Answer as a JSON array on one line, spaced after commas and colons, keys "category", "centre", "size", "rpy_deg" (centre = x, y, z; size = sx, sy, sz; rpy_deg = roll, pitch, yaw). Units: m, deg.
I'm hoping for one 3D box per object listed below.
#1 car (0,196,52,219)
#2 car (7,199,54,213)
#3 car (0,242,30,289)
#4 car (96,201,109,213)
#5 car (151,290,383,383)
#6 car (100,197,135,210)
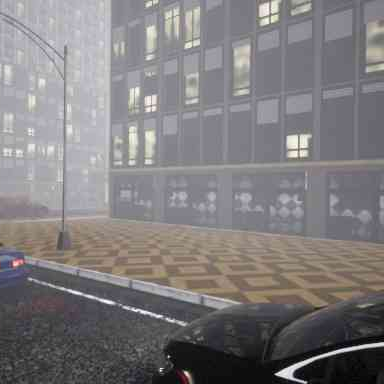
[{"category": "car", "centre": [-15.999, 1.517, 30.922], "size": [2.192, 1.841, 5.009], "rpy_deg": [1, 0, 37]}, {"category": "car", "centre": [-19.478, 1.641, 40.304], "size": [1.752, 1.417, 4.829], "rpy_deg": [1, 0, 37]}, {"category": "car", "centre": [-6.046, 1.543, 8.016], "size": [5.357, 1.411, 2.033], "rpy_deg": [0, 0, 36]}, {"category": "car", "centre": [-9.183, 1.828, 40.120], "size": [1.752, 1.417, 4.829], "rpy_deg": [1, 0, 37]}, {"category": "car", "centre": [1.874, 1.505, 2.346], "size": [4.892, 1.490, 1.837], "rpy_deg": [0, 0, 35]}, {"category": "car", "centre": [-10.657, 1.607, 47.829], "size": [2.097, 1.767, 4.553], "rpy_deg": [1, 0, 37]}]
